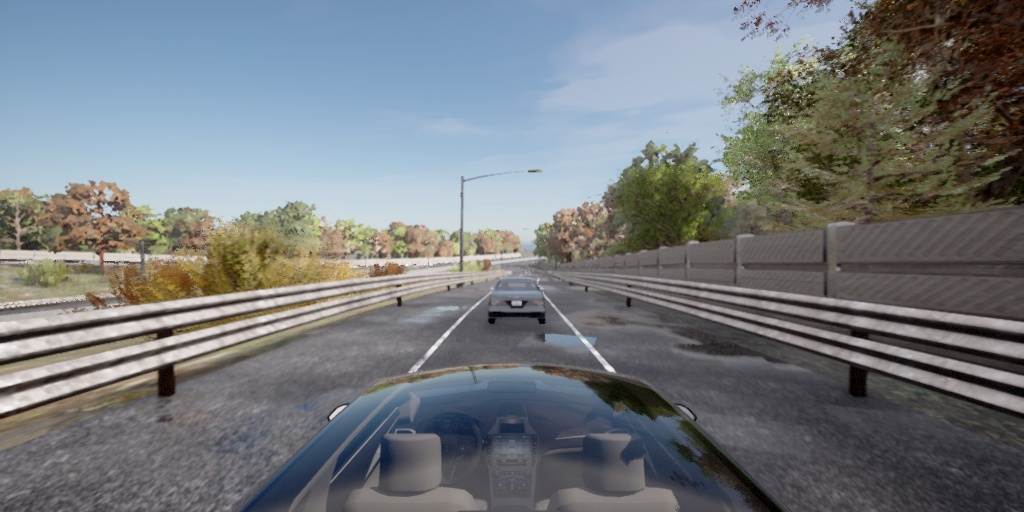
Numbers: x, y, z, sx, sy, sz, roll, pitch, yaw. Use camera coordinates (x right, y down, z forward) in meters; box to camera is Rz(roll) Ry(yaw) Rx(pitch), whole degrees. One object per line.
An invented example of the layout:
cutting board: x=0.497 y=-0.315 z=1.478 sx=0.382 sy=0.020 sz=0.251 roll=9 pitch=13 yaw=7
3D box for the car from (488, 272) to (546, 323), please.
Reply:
car: x=0.176 y=1.438 z=12.670 sx=2.033 sy=1.411 sz=5.357 roll=0 pitch=-1 yaw=1

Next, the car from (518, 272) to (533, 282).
car: x=1.879 y=2.791 z=47.925 sx=1.895 sy=1.301 sz=4.718 roll=0 pitch=-2 yaw=4
